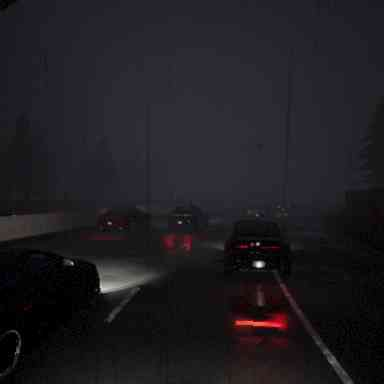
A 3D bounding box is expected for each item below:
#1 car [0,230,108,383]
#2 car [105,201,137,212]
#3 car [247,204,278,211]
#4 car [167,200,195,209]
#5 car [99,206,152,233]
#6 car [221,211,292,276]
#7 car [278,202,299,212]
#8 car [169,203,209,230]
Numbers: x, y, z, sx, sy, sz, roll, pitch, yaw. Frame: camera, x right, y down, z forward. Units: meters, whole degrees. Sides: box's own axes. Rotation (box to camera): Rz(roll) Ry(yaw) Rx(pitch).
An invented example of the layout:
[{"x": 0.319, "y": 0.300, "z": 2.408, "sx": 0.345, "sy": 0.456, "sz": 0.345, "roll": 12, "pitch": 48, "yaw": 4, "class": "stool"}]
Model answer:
[{"x": -3.036, "y": 1.607, "z": 5.445, "sx": 1.994, "sy": 1.385, "sz": 4.181, "roll": 0, "pitch": 0, "yaw": 4, "class": "car"}, {"x": -9.905, "y": 1.977, "z": 46.824, "sx": 1.895, "sy": 1.301, "sz": 4.718, "roll": 0, "pitch": -1, "yaw": 26, "class": "car"}, {"x": 6.937, "y": 1.877, "z": 32.951, "sx": 1.895, "sy": 1.301, "sz": 4.718, "roll": 0, "pitch": -1, "yaw": 24, "class": "car"}, {"x": -1.738, "y": 1.993, "z": 54.466, "sx": 2.033, "sy": 1.411, "sz": 5.357, "roll": 0, "pitch": -1, "yaw": 31, "class": "car"}, {"x": -4.096, "y": 1.649, "z": 21.304, "sx": 1.882, "sy": 1.535, "sz": 5.008, "roll": 0, "pitch": -1, "yaw": 13, "class": "car"}, {"x": 2.020, "y": 1.597, "z": 10.792, "sx": 1.837, "sy": 1.490, "sz": 4.892, "roll": 0, "pitch": 0, "yaw": 8, "class": "car"}, {"x": 13.033, "y": 1.980, "z": 44.901, "sx": 1.895, "sy": 1.301, "sz": 4.718, "roll": 0, "pitch": -1, "yaw": 32, "class": "car"}, {"x": -0.101, "y": 1.679, "z": 22.787, "sx": 2.128, "sy": 1.511, "sz": 4.902, "roll": 0, "pitch": -1, "yaw": 15, "class": "car"}]
